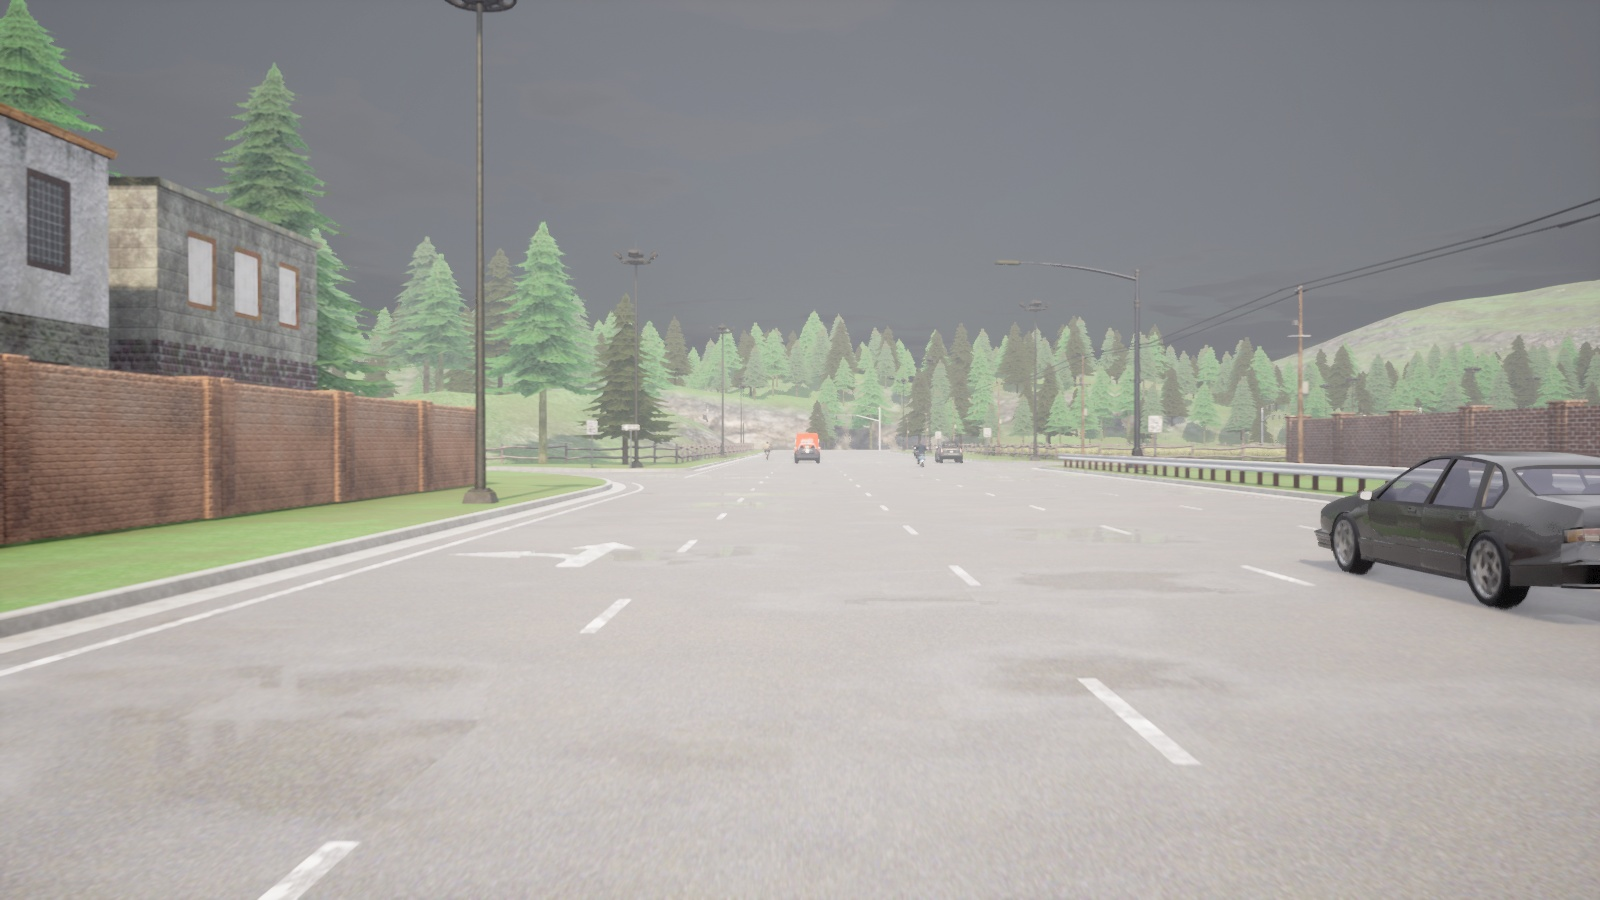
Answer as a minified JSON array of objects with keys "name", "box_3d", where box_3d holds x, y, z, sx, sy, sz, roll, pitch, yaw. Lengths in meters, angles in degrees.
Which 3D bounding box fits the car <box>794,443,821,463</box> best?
[{"name":"car","box_3d":[0.546,0.180,94.342,1.970,1.475,3.806,0,0,0]}]

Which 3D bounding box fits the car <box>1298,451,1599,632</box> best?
[{"name":"car","box_3d":[7.087,0.728,12.655,2.033,1.411,5.357,0,0,0]}]

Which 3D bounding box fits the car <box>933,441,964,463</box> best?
[{"name":"car","box_3d":[11.041,0.127,93.394,1.851,1.617,3.988,0,0,0]}]
